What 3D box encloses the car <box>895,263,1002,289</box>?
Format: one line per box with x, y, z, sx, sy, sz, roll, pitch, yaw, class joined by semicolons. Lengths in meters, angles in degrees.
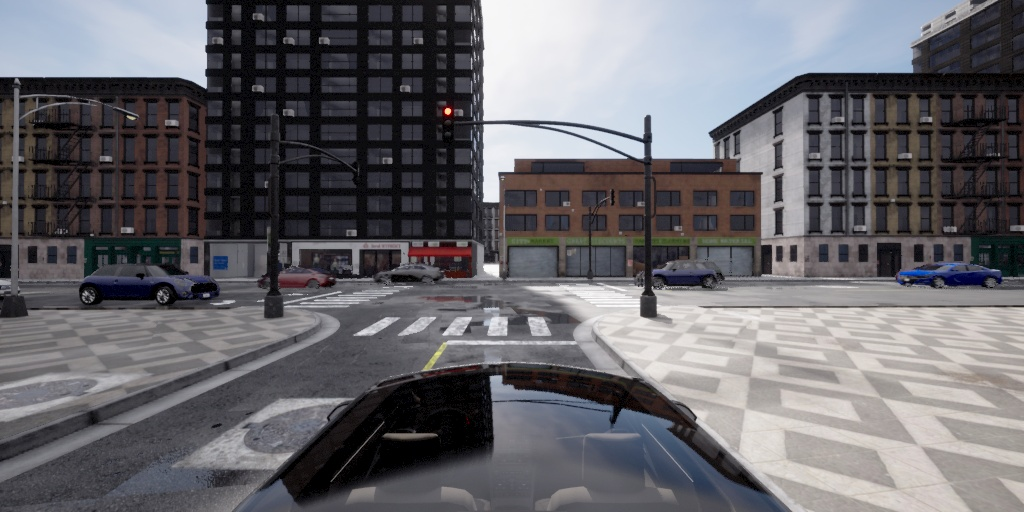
26.852;1.185;22.108;5.008;1.535;1.882;0;0;0;car

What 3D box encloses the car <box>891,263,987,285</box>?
30.077;1.253;25.354;4.674;1.442;1.812;0;0;0;car

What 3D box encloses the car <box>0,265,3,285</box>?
-39.322;1.386;25.156;4.674;1.442;1.812;0;0;0;car

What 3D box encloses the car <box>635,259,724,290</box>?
9.990;1.094;22.060;4.553;1.767;2.097;0;0;0;car

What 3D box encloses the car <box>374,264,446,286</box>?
-7.159;1.293;25.254;4.902;1.511;2.128;0;0;0;car

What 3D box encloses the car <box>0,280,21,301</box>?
-24.098;1.279;15.252;4.674;1.442;1.812;0;0;0;car

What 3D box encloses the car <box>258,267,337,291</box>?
-13.068;1.350;21.986;4.181;1.385;1.994;0;0;0;car

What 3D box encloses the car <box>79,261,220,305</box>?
-15.217;1.088;15.257;4.553;1.767;2.097;0;0;1;car
